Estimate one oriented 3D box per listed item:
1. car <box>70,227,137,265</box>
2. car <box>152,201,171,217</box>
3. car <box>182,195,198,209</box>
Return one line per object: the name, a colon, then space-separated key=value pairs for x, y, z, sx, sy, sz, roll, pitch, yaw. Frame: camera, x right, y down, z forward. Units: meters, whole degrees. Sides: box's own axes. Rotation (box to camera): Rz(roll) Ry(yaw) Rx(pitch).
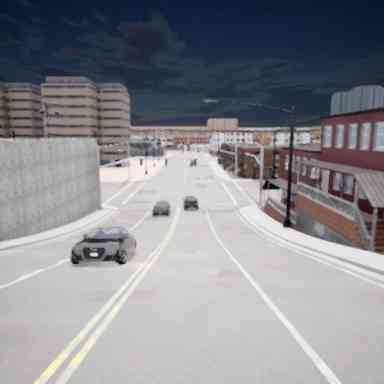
car: x=-3.573 y=2.175 z=14.102 sx=1.994 sy=1.385 sz=4.181 roll=0 pitch=-3 yaw=0
car: x=-3.451 y=1.807 z=38.484 sx=1.882 sy=1.535 sz=5.008 roll=0 pitch=6 yaw=0
car: x=-0.222 y=1.215 z=43.520 sx=1.837 sy=1.490 sz=4.892 roll=0 pitch=9 yaw=-4
